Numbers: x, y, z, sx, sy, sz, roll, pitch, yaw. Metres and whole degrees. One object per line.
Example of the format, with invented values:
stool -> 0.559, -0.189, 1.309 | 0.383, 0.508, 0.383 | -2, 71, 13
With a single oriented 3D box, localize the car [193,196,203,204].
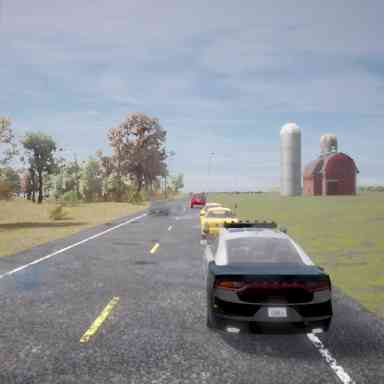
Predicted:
car -> 1.134, 1.483, 64.168 | 1.837, 1.490, 4.892 | 0, 0, 1

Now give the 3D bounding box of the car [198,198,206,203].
car -> 1.479, 1.455, 23.174 | 1.801, 1.575, 5.366 | 0, 0, 1

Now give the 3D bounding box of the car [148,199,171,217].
car -> -3.026, 1.501, 31.639 | 1.837, 1.490, 4.892 | 0, 0, 1

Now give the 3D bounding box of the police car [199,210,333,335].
police car -> 1.203, 1.426, 7.095 | 1.930, 1.638, 5.238 | 0, 0, 1

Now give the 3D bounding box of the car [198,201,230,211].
car -> 1.376, 1.456, 17.174 | 1.801, 1.575, 5.366 | 0, 0, 1

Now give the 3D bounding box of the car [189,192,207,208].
car -> 0.906, 1.211, 47.273 | 2.150, 2.045, 5.566 | 0, 0, 0
